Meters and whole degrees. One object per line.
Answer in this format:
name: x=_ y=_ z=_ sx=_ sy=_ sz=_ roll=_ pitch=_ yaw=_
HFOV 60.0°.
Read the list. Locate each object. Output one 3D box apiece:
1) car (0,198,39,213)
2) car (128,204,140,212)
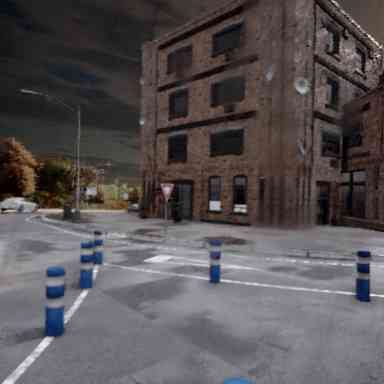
car: x=-17.168 y=1.301 z=33.235 sx=1.812 sy=1.442 sz=4.674 roll=1 pitch=-3 yaw=2
car: x=-8.335 y=2.554 z=51.373 sx=2.002 sy=1.452 sz=4.674 roll=3 pitch=-3 yaw=11
